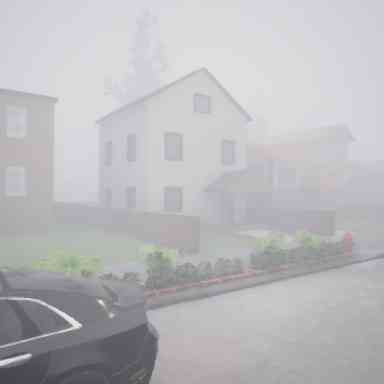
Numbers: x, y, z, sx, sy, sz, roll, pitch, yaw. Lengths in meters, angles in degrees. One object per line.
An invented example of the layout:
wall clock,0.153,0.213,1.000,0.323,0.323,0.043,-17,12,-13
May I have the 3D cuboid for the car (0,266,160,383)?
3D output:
car,-2.619,1.518,2.712,4.892,1.490,1.837,0,0,-36
